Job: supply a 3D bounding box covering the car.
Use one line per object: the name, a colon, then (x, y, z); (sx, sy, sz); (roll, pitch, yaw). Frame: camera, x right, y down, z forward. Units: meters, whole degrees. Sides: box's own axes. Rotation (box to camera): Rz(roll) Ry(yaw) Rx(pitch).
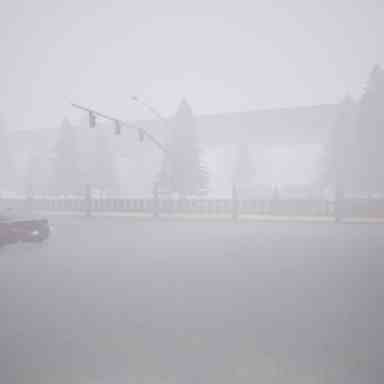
car: (-8.276, 1.451, 14.083); (5.008, 1.535, 1.882); (0, 0, 28)
